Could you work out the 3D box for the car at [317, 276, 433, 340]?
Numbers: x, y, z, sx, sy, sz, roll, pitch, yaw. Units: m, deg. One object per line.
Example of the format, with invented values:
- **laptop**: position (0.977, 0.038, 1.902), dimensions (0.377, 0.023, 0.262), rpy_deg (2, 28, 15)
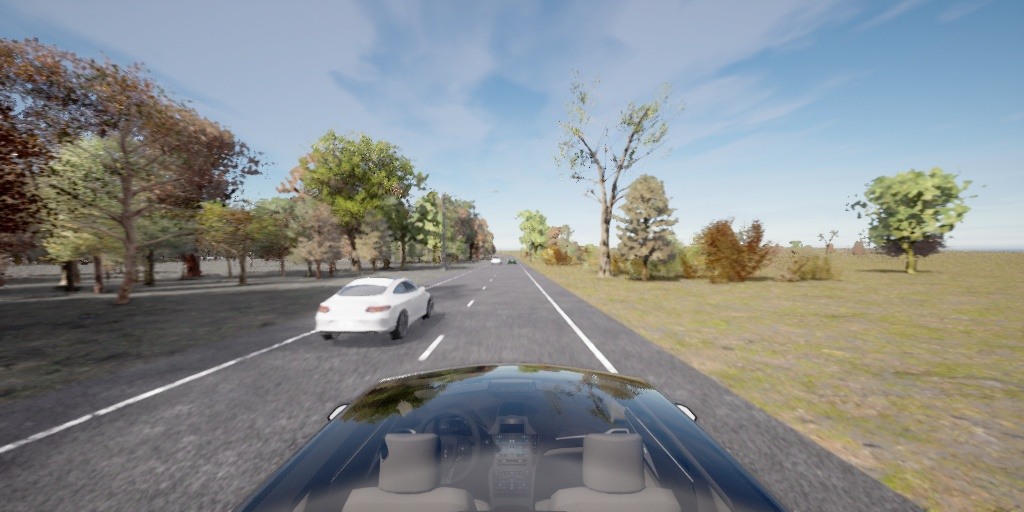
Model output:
- **car**: position (-3.498, 1.278, 9.853), dimensions (1.812, 1.442, 4.674), rpy_deg (0, 0, 0)
